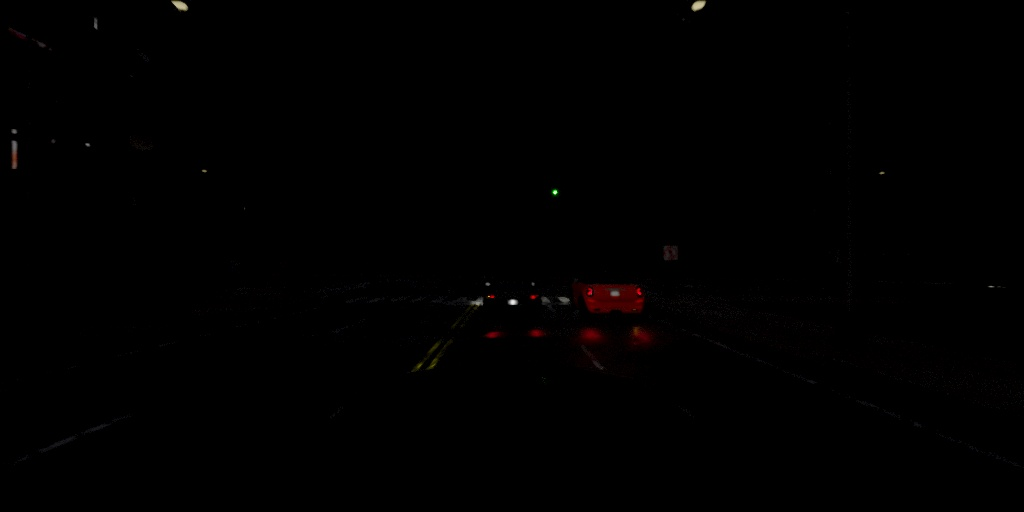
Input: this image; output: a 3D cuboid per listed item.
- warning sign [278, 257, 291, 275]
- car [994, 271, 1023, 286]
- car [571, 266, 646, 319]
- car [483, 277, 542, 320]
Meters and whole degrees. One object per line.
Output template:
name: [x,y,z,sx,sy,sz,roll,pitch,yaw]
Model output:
warning sign: [-23.485,1.015,36.844,1.060,1.860,1.300,0,0,1]
car: [46.208,2.068,32.307,4.181,1.385,1.994,1,0,2]
car: [3.450,1.245,13.629,2.097,1.767,4.553,0,-1,4]
car: [-0.054,1.452,13.292,1.994,1.385,4.181,0,-1,-2]
